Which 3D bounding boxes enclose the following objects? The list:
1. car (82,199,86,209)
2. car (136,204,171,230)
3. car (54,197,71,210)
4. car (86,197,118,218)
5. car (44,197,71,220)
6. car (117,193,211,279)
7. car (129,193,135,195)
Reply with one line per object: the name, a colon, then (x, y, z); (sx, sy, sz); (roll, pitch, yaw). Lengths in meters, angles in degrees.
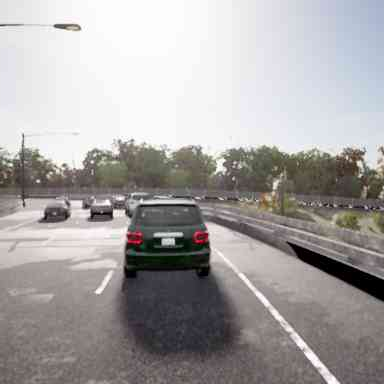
car: (-13.305, 1.485, 43.749); (1.895, 1.301, 4.718); (0, 0, -24)
car: (-2.632, 1.539, 21.842); (1.895, 1.301, 4.718); (0, 0, -11)
car: (-16.720, 1.396, 42.777); (1.837, 1.490, 4.892); (0, 0, -24)
car: (-7.864, 1.415, 28.947); (2.128, 1.511, 4.902); (0, 0, -16)
car: (-11.161, 1.454, 27.756); (1.812, 1.442, 4.674); (0, 0, -16)
car: (-0.785, 1.193, 10.150); (2.150, 2.045, 5.566); (0, 0, -5)
car: (-5.303, 1.130, 32.584); (2.150, 2.045, 5.566); (0, 0, -17)
